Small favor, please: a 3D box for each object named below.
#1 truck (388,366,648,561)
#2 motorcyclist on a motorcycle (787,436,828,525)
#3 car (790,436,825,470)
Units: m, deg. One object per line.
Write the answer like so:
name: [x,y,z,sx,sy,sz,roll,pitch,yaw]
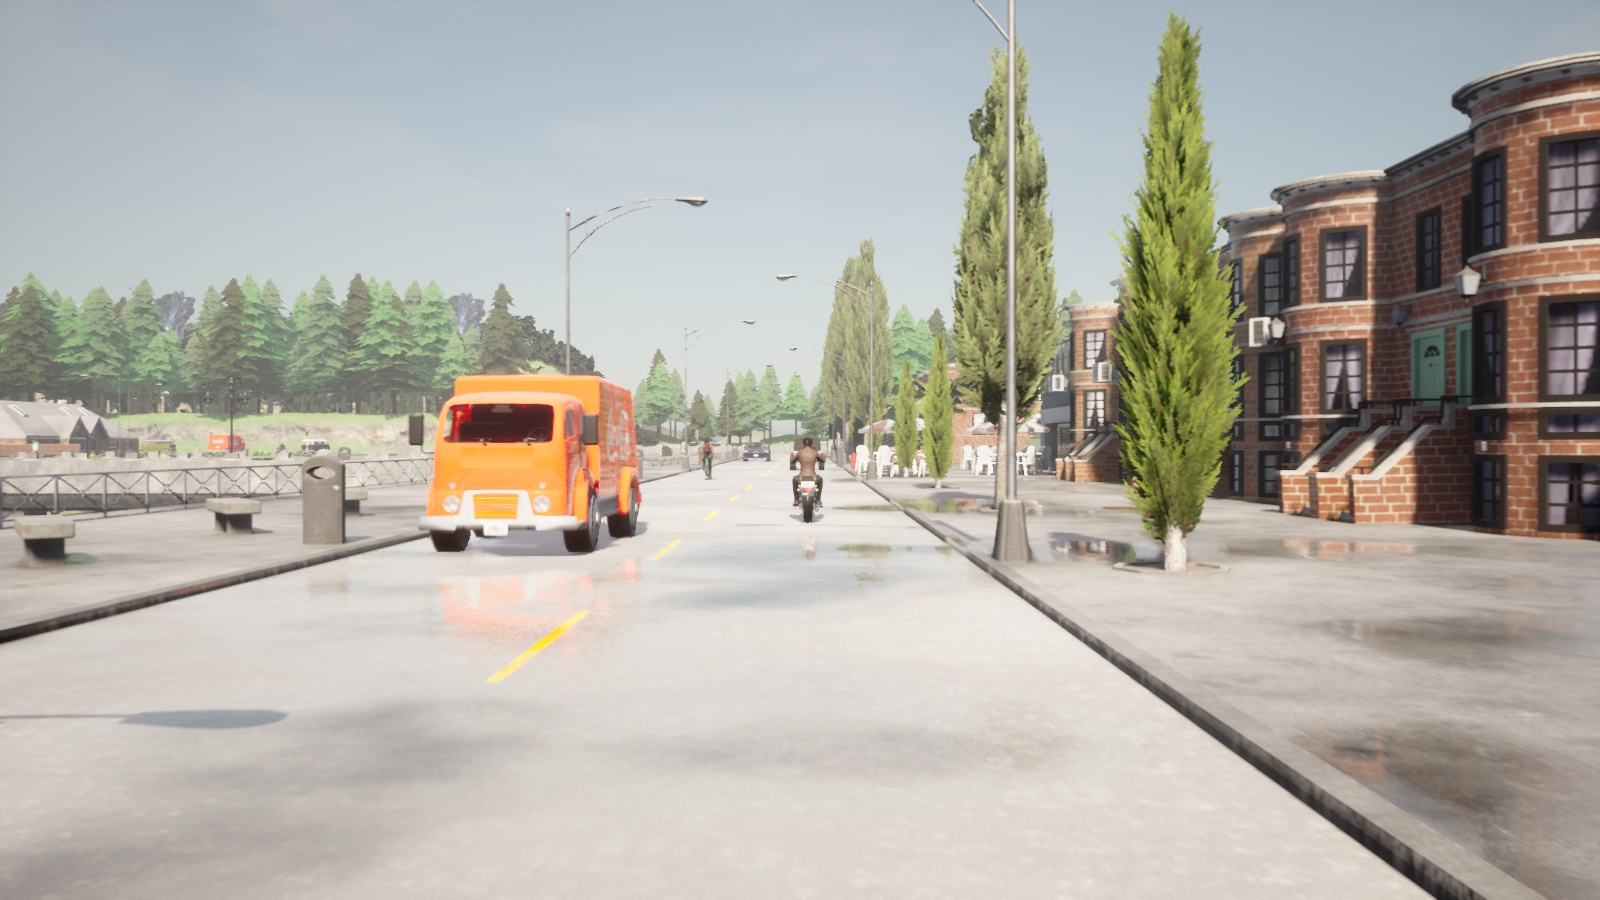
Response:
truck: [-3.881,0.152,18.493,2.627,2.467,5.204,0,0,0]
motorcyclist on a motorcycle: [0.151,0.559,24.513,0.766,1.649,2.350,0,0,0]
car: [0.401,0.151,69.485,1.905,1.878,3.866,0,0,0]
